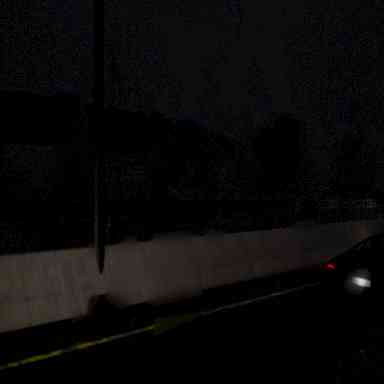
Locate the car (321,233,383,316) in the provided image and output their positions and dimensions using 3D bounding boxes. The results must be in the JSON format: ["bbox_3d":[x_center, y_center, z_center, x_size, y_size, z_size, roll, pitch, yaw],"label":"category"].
[{"bbox_3d":[4.667,1.585,7.142,4.181,1.385,1.994,0,0,-36],"label":"car"}]
